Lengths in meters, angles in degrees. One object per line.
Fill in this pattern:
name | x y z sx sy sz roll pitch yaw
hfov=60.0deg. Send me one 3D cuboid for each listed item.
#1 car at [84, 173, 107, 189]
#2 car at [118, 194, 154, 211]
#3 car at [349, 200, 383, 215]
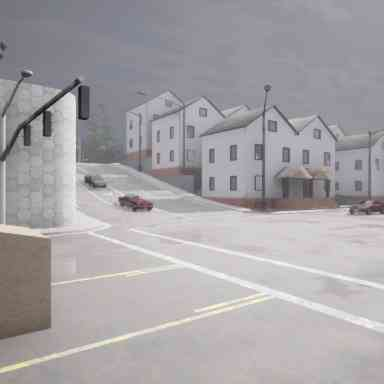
car | -12.507 -1.479 43.010 1.837 1.490 4.892 0 14 -34
car | -5.595 0.971 32.964 1.895 1.301 4.718 0 7 -35
car | 17.887 1.526 33.751 4.674 1.442 1.812 0 0 -35
